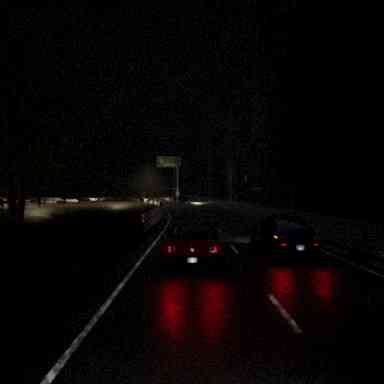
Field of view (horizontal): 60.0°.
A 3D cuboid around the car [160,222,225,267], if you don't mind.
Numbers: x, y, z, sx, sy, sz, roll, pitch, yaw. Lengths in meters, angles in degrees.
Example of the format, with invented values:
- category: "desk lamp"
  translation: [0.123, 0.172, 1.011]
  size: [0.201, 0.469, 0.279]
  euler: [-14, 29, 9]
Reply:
- category: "car"
  translation: [0.034, 1.700, 11.808]
  size: [1.895, 1.301, 4.718]
  euler: [0, 0, 1]

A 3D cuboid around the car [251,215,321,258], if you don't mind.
- category: "car"
  translation: [3.547, 1.636, 13.107]
  size: [1.812, 1.442, 4.674]
  euler: [0, 0, 1]
